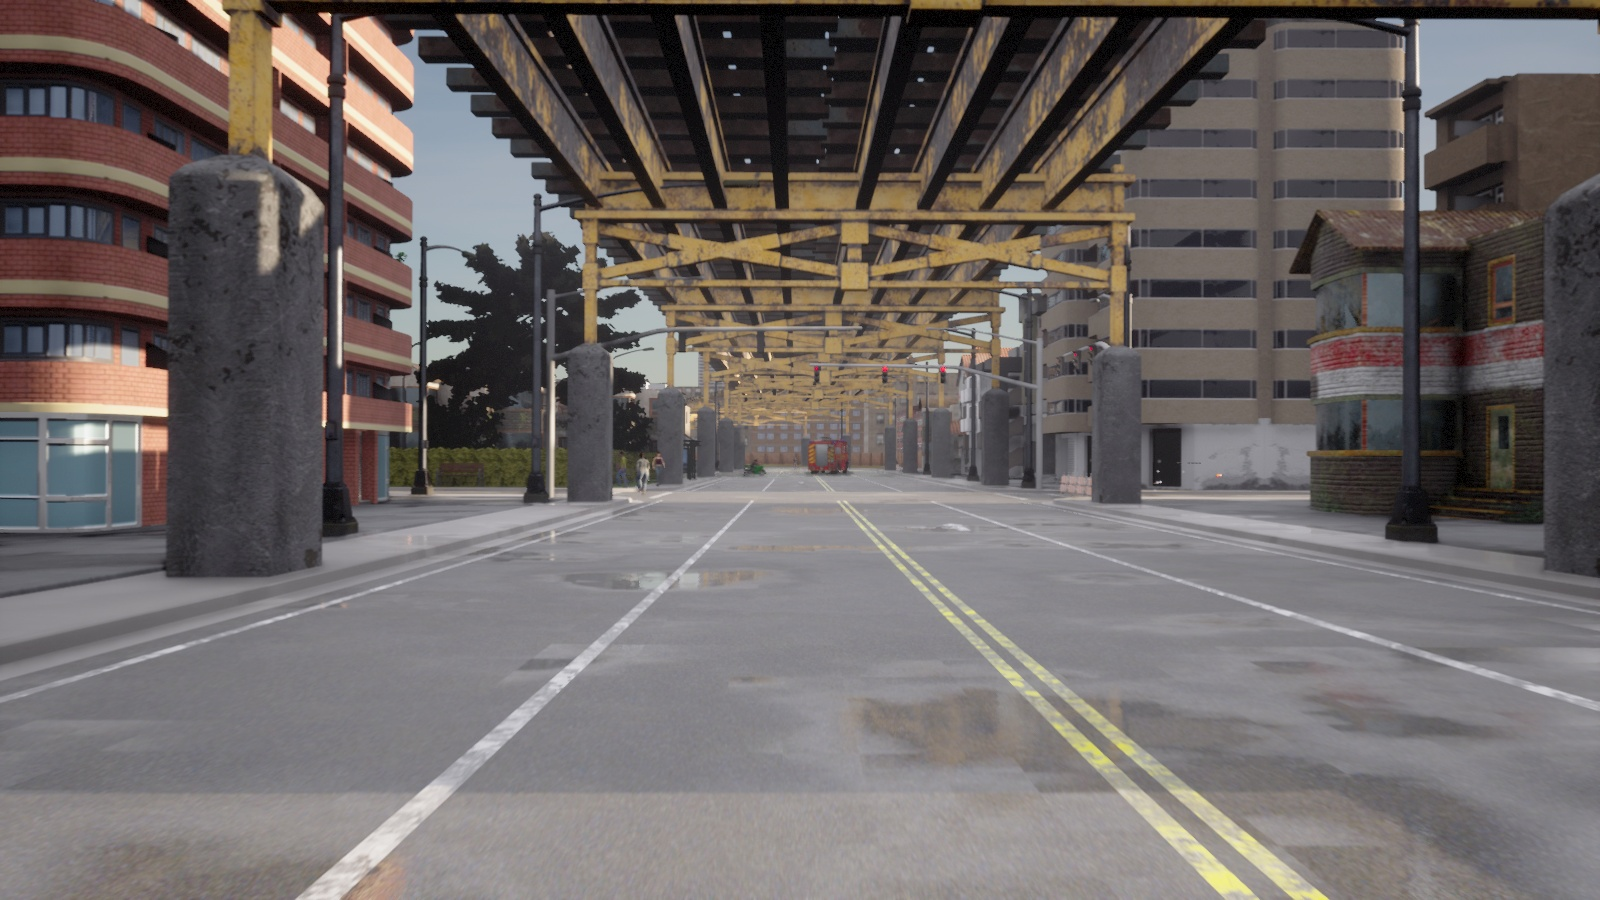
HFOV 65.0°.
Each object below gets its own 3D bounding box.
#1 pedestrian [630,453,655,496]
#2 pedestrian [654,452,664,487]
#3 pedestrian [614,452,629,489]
[{"bbox_3d":[-6.930,1.072,55.155,0.874,1.855,0.900,0,0,-23],"label":"pedestrian"},{"bbox_3d":[-7.373,1.022,65.621,0.345,1.836,0.594,0,0,-23],"label":"pedestrian"},{"bbox_3d":[-8.874,1.016,62.450,0.706,1.836,0.354,0,0,-2],"label":"pedestrian"}]
